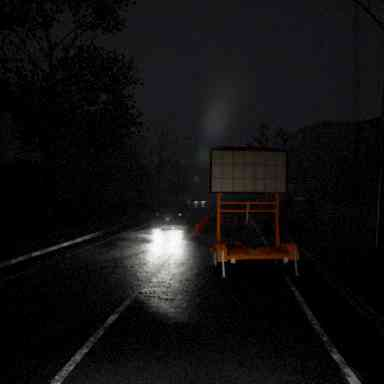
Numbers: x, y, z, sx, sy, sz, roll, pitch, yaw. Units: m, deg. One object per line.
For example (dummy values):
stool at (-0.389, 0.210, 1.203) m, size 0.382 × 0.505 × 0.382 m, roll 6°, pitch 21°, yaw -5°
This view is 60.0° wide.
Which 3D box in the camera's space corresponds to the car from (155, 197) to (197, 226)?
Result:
car at (-1.174, 1.368, 22.437) m, size 2.128 × 1.511 × 4.902 m, roll 1°, pitch 0°, yaw 7°

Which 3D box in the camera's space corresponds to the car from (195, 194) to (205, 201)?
car at (1.592, 1.214, 70.708) m, size 1.812 × 1.442 × 4.674 m, roll -1°, pitch 0°, yaw -5°

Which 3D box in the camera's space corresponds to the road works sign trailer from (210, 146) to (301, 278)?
road works sign trailer at (1.671, 0.441, 10.173) m, size 2.380 × 3.560 × 2.880 m, roll 1°, pitch 0°, yaw -7°
